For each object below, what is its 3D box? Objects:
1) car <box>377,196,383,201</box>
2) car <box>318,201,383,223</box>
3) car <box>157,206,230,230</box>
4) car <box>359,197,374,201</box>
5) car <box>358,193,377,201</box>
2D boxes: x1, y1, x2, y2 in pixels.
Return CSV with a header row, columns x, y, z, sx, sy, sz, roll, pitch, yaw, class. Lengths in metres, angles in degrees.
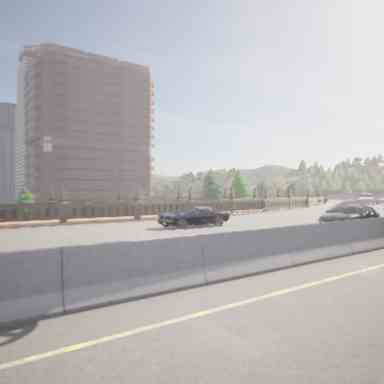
x,y,z,sx,sy,sz,roll,pitch,yaw,class
35.473,1.485,61.807,1.812,1.442,4.674,0,0,21,car
9.331,1.499,19.638,4.892,1.490,1.837,0,0,-39,car
0.134,1.597,21.344,4.718,1.301,1.895,0,0,-36,car
13.371,1.470,27.886,5.008,1.535,1.882,0,0,-45,car
27.803,1.201,53.016,2.150,2.045,5.566,0,0,28,car
